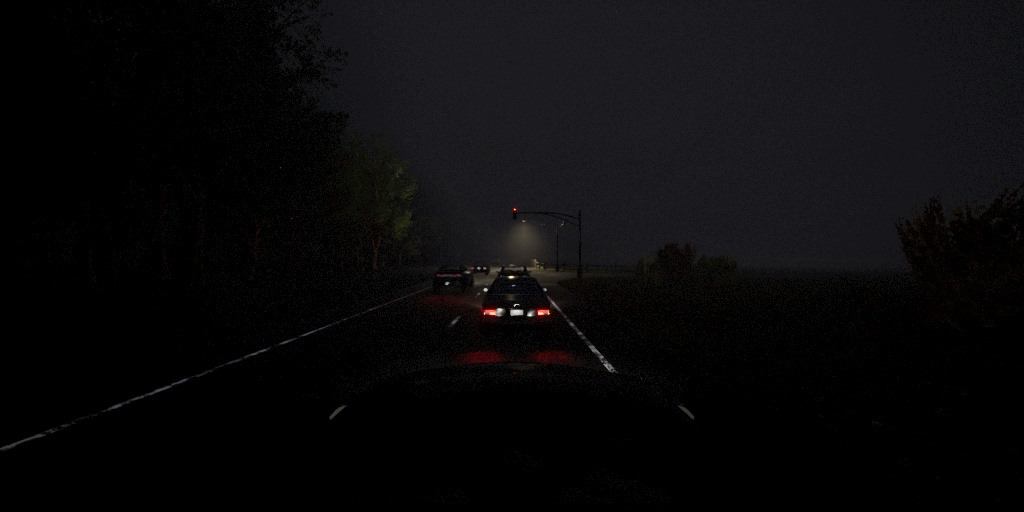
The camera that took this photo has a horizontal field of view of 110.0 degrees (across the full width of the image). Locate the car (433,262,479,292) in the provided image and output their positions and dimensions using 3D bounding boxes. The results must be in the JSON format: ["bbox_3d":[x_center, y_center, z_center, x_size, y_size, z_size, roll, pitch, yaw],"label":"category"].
[{"bbox_3d":[-3.403,1.246,21.323,2.128,1.511,4.902,0,0,0],"label":"car"}]

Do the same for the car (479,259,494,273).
[{"bbox_3d":[-3.403,1.304,39.196,2.033,1.411,5.357,0,0,0],"label":"car"}]

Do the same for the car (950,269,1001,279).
[{"bbox_3d":[50.203,1.896,38.862,4.718,1.301,1.895,1,-1,0],"label":"car"}]

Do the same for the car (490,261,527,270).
[{"bbox_3d":[0.103,1.246,20.219,2.128,1.511,4.902,0,0,0],"label":"car"}]

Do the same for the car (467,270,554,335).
[{"bbox_3d":[0.101,1.300,10.470,2.033,1.411,5.357,0,0,0],"label":"car"}]
